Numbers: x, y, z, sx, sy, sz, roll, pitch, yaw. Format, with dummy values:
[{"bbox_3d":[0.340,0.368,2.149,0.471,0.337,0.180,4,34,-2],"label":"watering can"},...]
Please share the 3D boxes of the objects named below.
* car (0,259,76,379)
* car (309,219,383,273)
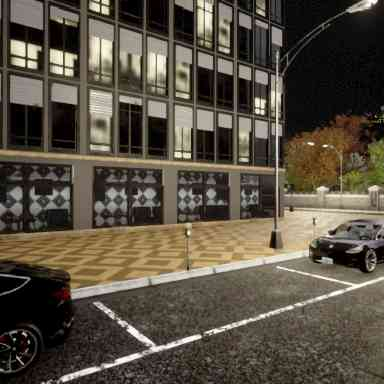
[{"bbox_3d":[-3.641,1.566,3.960,4.313,1.339,1.947,0,0,-36],"label":"car"},{"bbox_3d":[5.589,1.562,10.645,4.313,1.339,1.947,0,0,-36],"label":"car"}]
